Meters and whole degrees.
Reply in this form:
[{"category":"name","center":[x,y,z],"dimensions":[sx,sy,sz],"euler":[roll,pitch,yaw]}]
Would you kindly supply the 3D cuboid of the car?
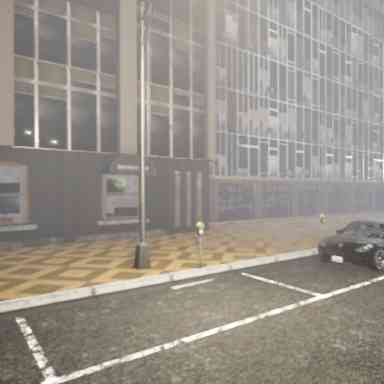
[{"category":"car","center":[5.950,1.555,10.838],"dimensions":[4.313,1.339,1.947],"euler":[0,0,-36]}]
